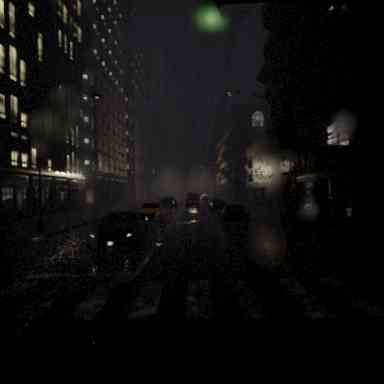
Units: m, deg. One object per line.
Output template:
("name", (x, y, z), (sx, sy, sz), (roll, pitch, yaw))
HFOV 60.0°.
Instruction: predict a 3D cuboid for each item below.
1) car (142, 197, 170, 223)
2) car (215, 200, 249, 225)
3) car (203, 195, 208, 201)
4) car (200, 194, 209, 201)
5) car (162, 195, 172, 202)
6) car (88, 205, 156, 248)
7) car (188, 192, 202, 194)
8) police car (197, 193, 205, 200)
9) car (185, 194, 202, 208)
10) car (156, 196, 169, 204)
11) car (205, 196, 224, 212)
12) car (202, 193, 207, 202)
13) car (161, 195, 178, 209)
("car", (-3.077, 1.457, 25.591), (1.882, 1.535, 5.008), (-1, 0, 1))
("car", (2.773, 1.451, 22.474), (1.802, 1.307, 4.206), (-1, 0, 0))
("car", (2.764, 1.387, 41.039), (2.008, 1.369, 4.403), (-1, 0, 0))
("car", (2.835, 1.225, 74.931), (1.967, 1.590, 4.097), (-1, 0, 0))
("car", (-5.541, 1.496, 74.949), (1.887, 1.381, 4.507), (-1, 0, 0))
("car", (-3.085, 1.546, 15.151), (2.033, 1.411, 5.357), (-1, 0, 0))
("car", (0.098, 1.088, 55.110), (2.150, 2.045, 5.566), (-1, 0, 0))
("police car", (2.550, 1.195, 92.698), (1.930, 1.638, 5.238), (-1, 0, 0))
("car", (0.080, 1.388, 44.663), (1.837, 1.490, 4.892), (-1, 0, 0))
("car", (-5.566, 1.517, 63.652), (2.008, 1.369, 4.403), (-1, 0, 0))
("car", (2.750, 1.397, 35.391), (2.008, 1.369, 4.403), (-1, 0, 0))
("car", (2.826, 1.374, 69.282), (1.802, 1.307, 4.206), (-1, 0, 0))
("car", (-2.986, 1.298, 42.791), (2.097, 1.767, 4.553), (-1, 0, 1))
